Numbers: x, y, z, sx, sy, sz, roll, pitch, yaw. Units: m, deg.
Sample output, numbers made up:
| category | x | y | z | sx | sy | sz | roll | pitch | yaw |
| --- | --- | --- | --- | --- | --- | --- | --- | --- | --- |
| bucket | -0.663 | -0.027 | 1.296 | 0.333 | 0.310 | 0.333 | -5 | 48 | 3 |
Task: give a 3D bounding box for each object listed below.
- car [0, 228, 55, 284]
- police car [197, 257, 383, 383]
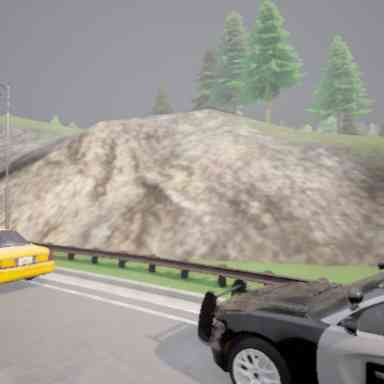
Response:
| category | x | y | z | sx | sy | sz | roll | pitch | yaw |
| --- | --- | --- | --- | --- | --- | --- | --- | --- | --- |
| car | -6.066 | 1.617 | 9.190 | 5.366 | 1.575 | 1.801 | -1 | -1 | 32 |
| police car | 2.424 | 1.475 | 3.385 | 5.238 | 1.638 | 1.930 | -1 | -1 | 37 |
